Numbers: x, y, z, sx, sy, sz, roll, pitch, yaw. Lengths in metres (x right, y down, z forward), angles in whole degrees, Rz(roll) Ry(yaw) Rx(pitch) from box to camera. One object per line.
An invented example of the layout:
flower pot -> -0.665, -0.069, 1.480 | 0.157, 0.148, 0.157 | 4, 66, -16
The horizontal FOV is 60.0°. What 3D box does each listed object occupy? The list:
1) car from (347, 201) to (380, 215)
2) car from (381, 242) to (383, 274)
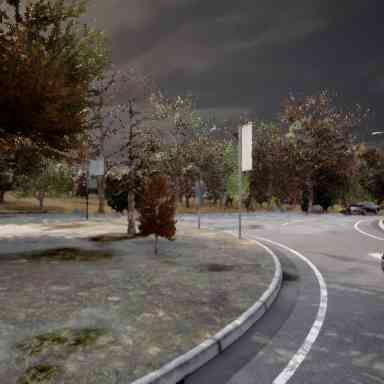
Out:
car -> 20.029, 1.846, 38.802 | 4.902, 1.511, 2.128 | 3, -2, -36
car -> 5.345, 1.504, 6.884 | 1.837, 1.490, 4.892 | 0, 0, 21
